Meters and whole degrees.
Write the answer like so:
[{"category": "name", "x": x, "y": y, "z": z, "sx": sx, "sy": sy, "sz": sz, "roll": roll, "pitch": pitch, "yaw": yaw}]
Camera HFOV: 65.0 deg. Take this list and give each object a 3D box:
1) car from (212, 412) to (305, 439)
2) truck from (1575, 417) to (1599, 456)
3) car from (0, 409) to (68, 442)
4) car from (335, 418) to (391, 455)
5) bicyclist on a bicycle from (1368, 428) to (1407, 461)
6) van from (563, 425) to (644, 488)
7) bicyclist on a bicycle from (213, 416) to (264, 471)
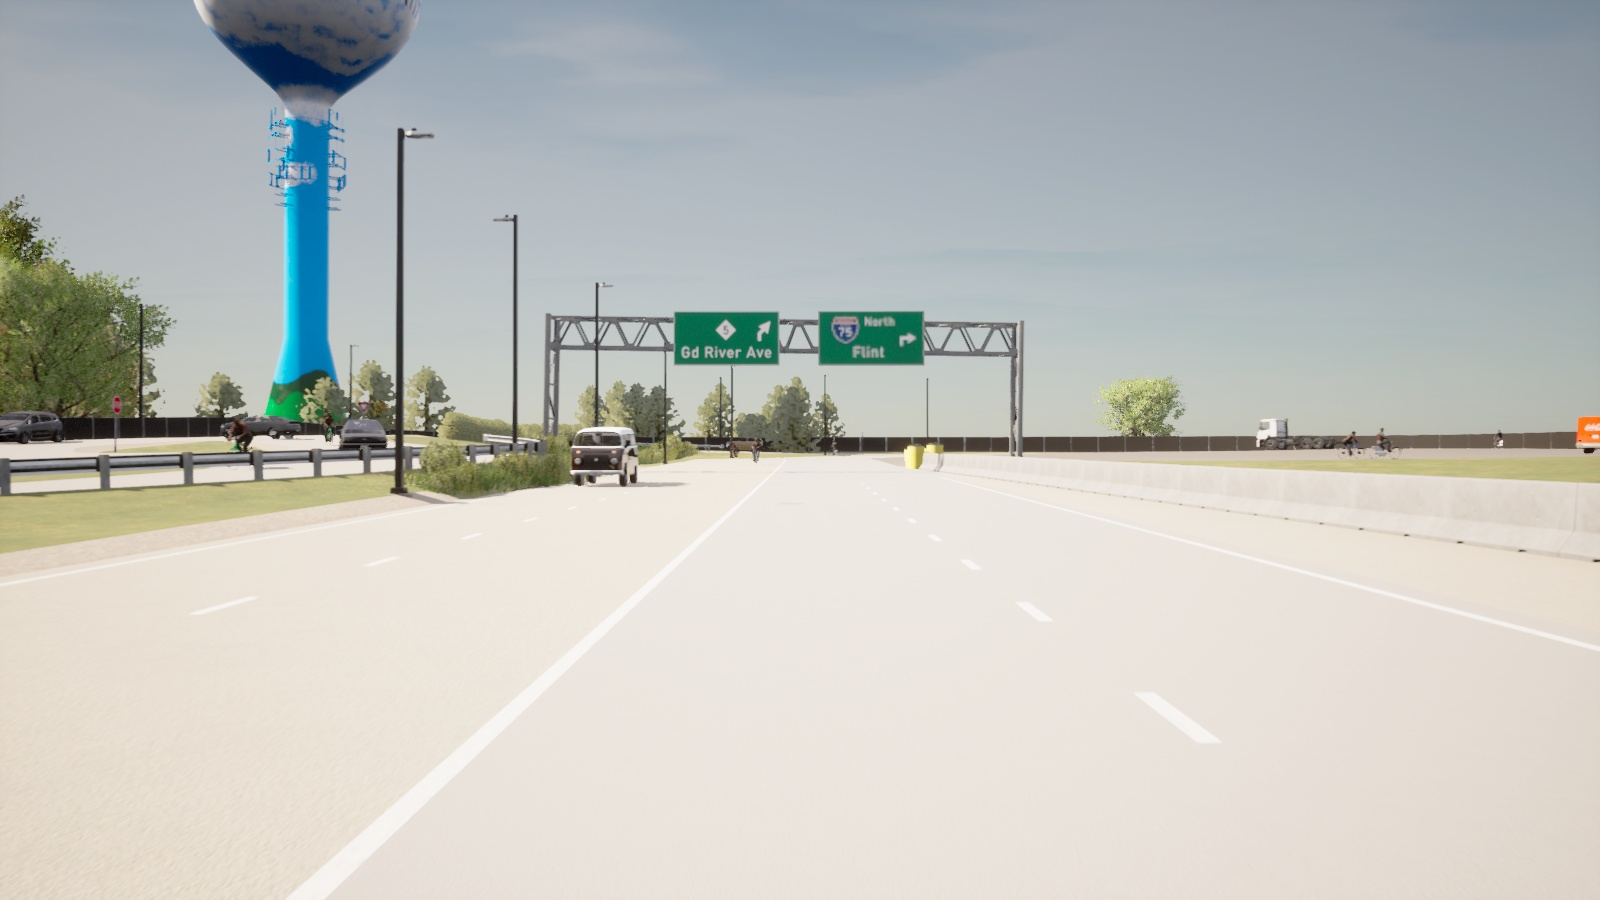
[{"category": "car", "x": -33.795, "y": -1.518, "z": 78.416, "sx": 4.902, "sy": 1.511, "sz": 2.128, "roll": 1, "pitch": 0, "yaw": 5}, {"category": "truck", "x": 53.426, "y": -0.910, "z": 82.060, "sx": 5.204, "sy": 2.467, "sz": 2.627, "roll": -1, "pitch": 0, "yaw": -31}, {"category": "car", "x": -40.361, "y": -1.299, "z": 65.000, "sx": 2.242, "sy": 1.667, "sz": 4.611, "roll": 0, "pitch": 2, "yaw": 0}, {"category": "car", "x": -18.299, "y": -0.613, "z": 52.473, "sx": 2.033, "sy": 1.411, "sz": 5.357, "roll": 0, "pitch": 2, "yaw": -21}, {"category": "bicyclist on a bicycle", "x": 32.472, "y": -0.319, "z": 69.408, "sx": 1.843, "sy": 1.776, "sz": 0.659, "roll": -1, "pitch": -1, "yaw": -5}, {"category": "van", "x": -6.735, "y": 0.197, "z": 43.546, "sx": 2.069, "sy": 2.038, "sz": 4.480, "roll": 0, "pitch": 0, "yaw": 0}, {"category": "bicyclist on a bicycle", "x": -17.239, "y": -0.204, "z": 38.589, "sx": 0.582, "sy": 1.620, "sz": 1.656, "roll": -1, "pitch": 2, "yaw": 7}]
